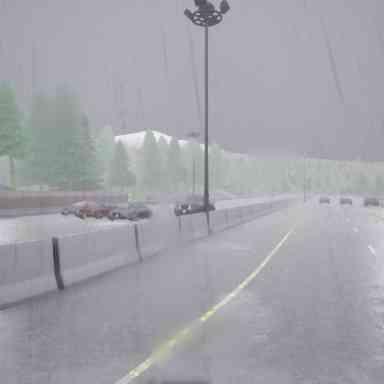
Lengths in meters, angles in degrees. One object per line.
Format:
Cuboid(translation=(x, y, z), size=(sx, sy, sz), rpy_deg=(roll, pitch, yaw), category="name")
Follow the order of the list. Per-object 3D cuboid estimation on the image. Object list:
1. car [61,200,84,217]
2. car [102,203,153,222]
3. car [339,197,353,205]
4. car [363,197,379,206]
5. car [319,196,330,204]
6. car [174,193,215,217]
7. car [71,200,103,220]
Cuboid(translation=(-10.187, 1.525, 31.332), size=(1.812, 1.442, 4.674), rpy_deg=(0, 0, 22), category="car")
Cuboid(translation=(-4.746, 1.565, 26.146), size=(1.994, 1.385, 4.181), rpy_deg=(0, 0, 22), category="car")
Cuboid(translation=(27.250, 1.526, 58.868), size=(1.812, 1.442, 4.674), rpy_deg=(0, 0, 22), category="car")
Cuboid(translation=(29.161, 1.491, 54.201), size=(2.128, 1.511, 4.902), rpy_deg=(0, 0, 22), category="car")
Cuboid(translation=(25.403, 1.491, 63.675), size=(2.128, 1.511, 4.902), rpy_deg=(0, 0, 22), category="car")
Cuboid(translation=(0.369, 1.209, 29.409), size=(2.150, 2.045, 5.566), rpy_deg=(0, 0, 22), category="car")
Cuboid(translation=(-7.646, 1.601, 28.303), size=(1.895, 1.301, 4.718), rpy_deg=(0, 0, 22), category="car")
